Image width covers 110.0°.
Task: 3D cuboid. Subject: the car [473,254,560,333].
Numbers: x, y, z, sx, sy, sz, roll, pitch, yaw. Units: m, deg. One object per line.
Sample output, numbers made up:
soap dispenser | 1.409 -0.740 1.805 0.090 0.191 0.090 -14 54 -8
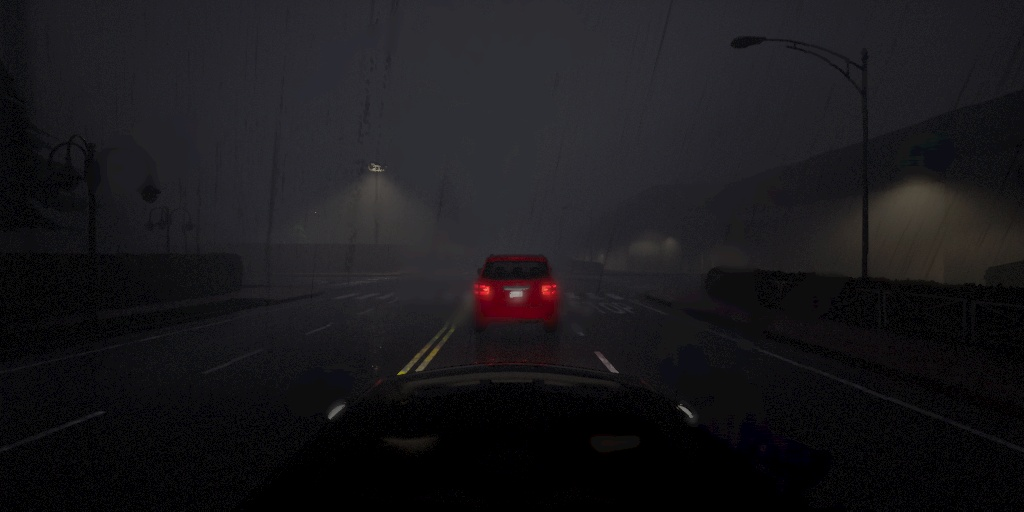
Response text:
car | 0.122 0.970 10.846 2.150 2.045 5.566 0 0 0

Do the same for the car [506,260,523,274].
car | 0.316 1.220 42.172 1.882 1.535 5.008 0 0 1
